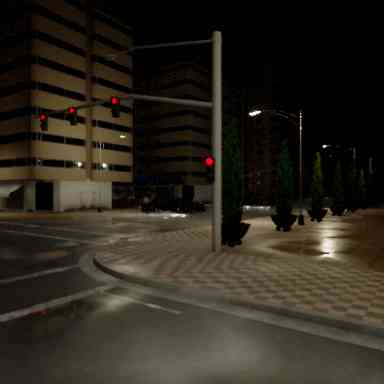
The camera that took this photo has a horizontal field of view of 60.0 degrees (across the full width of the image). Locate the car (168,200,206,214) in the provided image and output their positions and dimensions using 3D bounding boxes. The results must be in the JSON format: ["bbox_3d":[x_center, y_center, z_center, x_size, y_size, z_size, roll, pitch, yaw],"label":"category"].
[{"bbox_3d":[-0.258,1.615,36.094,1.994,1.385,4.181,0,0,35],"label":"car"}]

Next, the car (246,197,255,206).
[{"bbox_3d":[9.932,1.598,56.619,2.033,1.411,5.357,0,0,35],"label":"car"}]

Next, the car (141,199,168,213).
[{"bbox_3d":[-3.570,1.529,37.466,1.882,1.535,5.008,0,0,35],"label":"car"}]

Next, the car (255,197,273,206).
[{"bbox_3d":[12.696,1.544,54.467,2.128,1.511,4.902,0,0,35],"label":"car"}]
